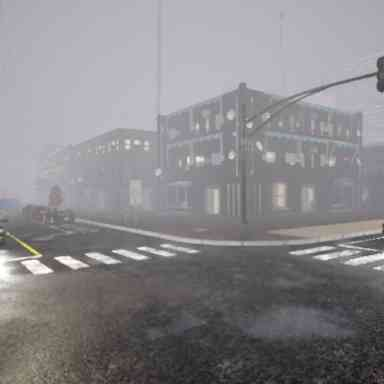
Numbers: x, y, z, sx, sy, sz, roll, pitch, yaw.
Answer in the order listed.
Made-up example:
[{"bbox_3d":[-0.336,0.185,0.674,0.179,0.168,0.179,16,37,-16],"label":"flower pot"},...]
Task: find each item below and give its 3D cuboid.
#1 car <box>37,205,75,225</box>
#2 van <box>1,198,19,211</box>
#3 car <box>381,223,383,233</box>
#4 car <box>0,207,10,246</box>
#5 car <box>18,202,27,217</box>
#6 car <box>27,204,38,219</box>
[{"bbox_3d":[-10.679,1.801,26.698,2.008,1.369,4.403,-2,0,-35],"label":"car"},{"bbox_3d":[-26.721,1.898,49.253,1.690,1.788,3.998,-2,0,-35],"label":"van"},{"bbox_3d":[10.735,1.565,15.340,4.718,1.301,1.895,0,0,-35],"label":"car"},{"bbox_3d":[-10.045,1.704,15.845,2.128,1.511,4.902,-1,0,-34],"label":"car"},{"bbox_3d":[-17.092,1.958,35.720,1.802,1.307,4.206,-2,0,-35],"label":"car"},{"bbox_3d":[-13.886,1.895,31.210,1.802,1.307,4.206,-2,0,-35],"label":"car"}]
